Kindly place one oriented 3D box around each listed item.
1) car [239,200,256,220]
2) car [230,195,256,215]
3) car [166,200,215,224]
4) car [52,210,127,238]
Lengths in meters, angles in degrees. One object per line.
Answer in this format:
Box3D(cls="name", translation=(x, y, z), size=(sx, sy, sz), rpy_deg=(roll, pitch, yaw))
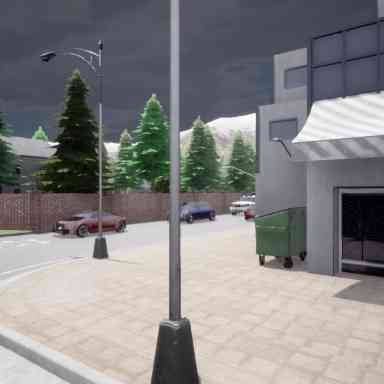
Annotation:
Box3D(cls="car", translation=(6.303, 1.740, 29.467), size=(1.994, 1.385, 4.181), rpy_deg=(0, 0, 37))
Box3D(cls="car", translation=(6.137, 1.398, 35.409), size=(2.150, 2.045, 5.566), rpy_deg=(0, 0, 36))
Box3D(cls="car", translation=(-0.040, 1.528, 27.085), size=(2.097, 1.767, 4.553), rpy_deg=(0, 0, 37))
Box3D(cls="car", translation=(-5.827, 1.740, 19.270), size=(1.994, 1.385, 4.181), rpy_deg=(0, 0, 37))
